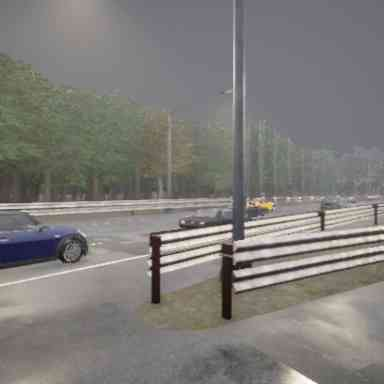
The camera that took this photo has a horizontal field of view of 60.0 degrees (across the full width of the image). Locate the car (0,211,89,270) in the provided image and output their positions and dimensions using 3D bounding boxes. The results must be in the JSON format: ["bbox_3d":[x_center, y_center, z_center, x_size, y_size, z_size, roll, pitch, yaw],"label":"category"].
[{"bbox_3d":[-5.333,1.323,9.700,2.097,1.767,4.553,0,0,39],"label":"car"}]

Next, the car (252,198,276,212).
[{"bbox_3d":[7.038,1.371,34.979,1.882,1.535,5.008,0,0,42],"label":"car"}]

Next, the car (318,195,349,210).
[{"bbox_3d":[17.662,1.243,41.289,2.097,1.767,4.553,0,0,43],"label":"car"}]

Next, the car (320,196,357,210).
[{"bbox_3d":[14.265,1.424,32.690,1.837,1.490,4.892,0,0,42],"label":"car"}]

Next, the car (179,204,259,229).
[{"bbox_3d":[1.499,1.555,18.109,1.895,1.301,4.718,0,0,40],"label":"car"}]

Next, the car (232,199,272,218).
[{"bbox_3d":[4.189,1.525,26.486,1.895,1.301,4.718,0,0,41],"label":"car"}]
